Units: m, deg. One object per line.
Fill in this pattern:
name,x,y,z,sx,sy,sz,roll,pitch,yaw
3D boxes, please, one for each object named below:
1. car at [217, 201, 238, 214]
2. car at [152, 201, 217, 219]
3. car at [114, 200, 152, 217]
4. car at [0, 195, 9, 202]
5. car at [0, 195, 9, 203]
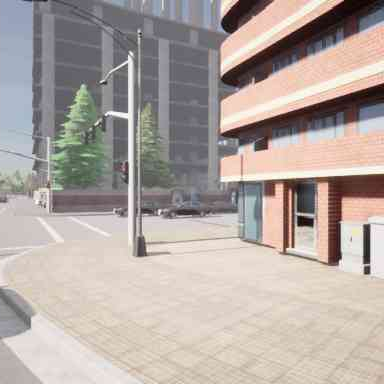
car,3.022,1.619,35.572,4.181,1.385,1.994,0,0,-27
car,-0.641,1.547,29.819,4.902,1.511,2.128,0,0,-27
car,-4.945,1.547,31.578,4.902,1.511,2.128,0,0,-27
car,-42.448,1.500,74.912,1.837,1.490,4.892,0,0,-27
car,-37.931,1.595,66.052,1.895,1.301,4.718,0,0,-27
